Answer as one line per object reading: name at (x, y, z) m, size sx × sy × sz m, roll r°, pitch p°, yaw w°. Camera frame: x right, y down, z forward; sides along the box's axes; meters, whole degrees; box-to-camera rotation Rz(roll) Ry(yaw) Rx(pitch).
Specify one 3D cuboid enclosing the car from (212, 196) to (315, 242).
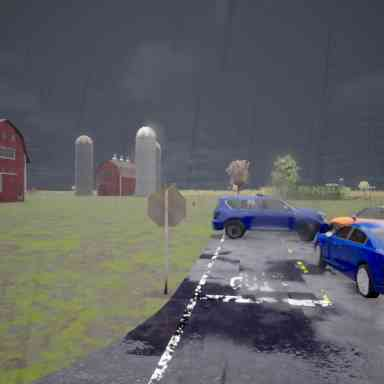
car at (3.758, 1.219, 16.429) m, size 5.566 × 2.045 × 2.150 m, roll 0°, pitch 0°, yaw 14°

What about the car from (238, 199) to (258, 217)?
car at (5.528, 1.502, 32.991) m, size 1.837 × 1.490 × 4.892 m, roll 0°, pitch 0°, yaw 9°

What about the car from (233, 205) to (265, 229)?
car at (3.863, 1.601, 22.685) m, size 1.895 × 1.301 × 4.718 m, roll 0°, pitch 0°, yaw 9°

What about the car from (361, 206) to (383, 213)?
car at (7.912, 1.368, 13.991) m, size 2.097 × 1.767 × 4.553 m, roll 0°, pitch 0°, yaw -24°

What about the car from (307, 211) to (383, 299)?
car at (4.652, 1.480, 8.416) m, size 1.882 × 1.535 × 5.008 m, roll 0°, pitch 0°, yaw 4°
